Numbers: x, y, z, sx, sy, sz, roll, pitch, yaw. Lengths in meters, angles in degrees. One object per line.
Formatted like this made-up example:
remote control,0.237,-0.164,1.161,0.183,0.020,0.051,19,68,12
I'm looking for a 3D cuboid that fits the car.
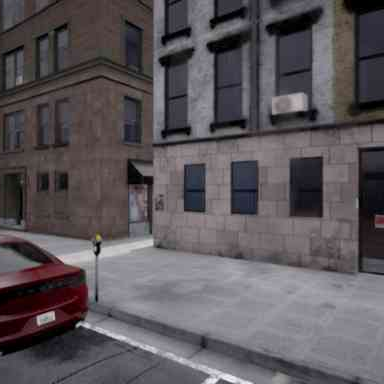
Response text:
car,-3.895,1.471,5.723,5.008,1.535,1.882,0,0,35
